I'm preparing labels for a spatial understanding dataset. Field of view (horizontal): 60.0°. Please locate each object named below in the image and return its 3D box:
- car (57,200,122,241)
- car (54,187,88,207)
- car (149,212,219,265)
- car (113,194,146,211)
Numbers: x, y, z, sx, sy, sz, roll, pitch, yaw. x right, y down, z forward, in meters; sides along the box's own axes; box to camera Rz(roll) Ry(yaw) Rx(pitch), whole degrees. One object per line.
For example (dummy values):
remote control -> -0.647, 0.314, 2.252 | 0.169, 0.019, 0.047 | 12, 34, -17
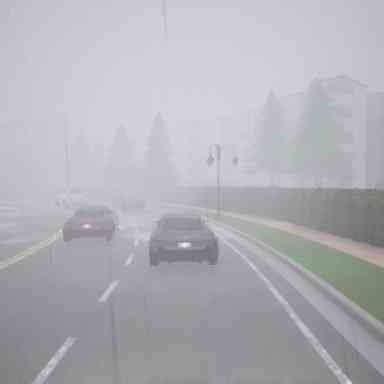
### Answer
car -> -4.395, 1.253, 14.868 | 1.994, 1.385, 4.181 | 0, 1, -9
car -> -12.252, 0.522, 33.645 | 2.150, 2.045, 5.566 | -1, 1, -35
car -> -0.350, 1.337, 10.853 | 1.994, 1.385, 4.181 | 0, 1, -4
car -> -5.836, 0.924, 29.963 | 2.033, 1.411, 5.357 | -1, 1, -28
